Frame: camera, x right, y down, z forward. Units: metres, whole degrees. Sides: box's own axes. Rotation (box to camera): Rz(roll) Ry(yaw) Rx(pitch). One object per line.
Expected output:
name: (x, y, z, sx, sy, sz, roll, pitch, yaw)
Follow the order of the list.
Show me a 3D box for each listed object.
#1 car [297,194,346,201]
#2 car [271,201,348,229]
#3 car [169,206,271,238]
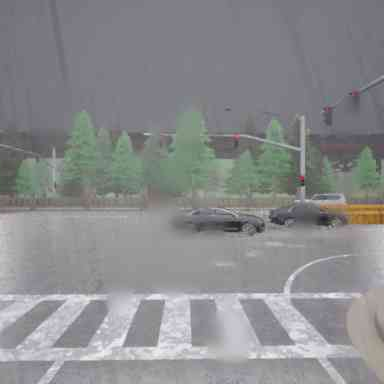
car: (13.546, 1.214, 35.357, 5.566, 2.045, 2.150, 0, 0, -2)
car: (7.262, 1.502, 20.960, 4.892, 1.490, 1.837, -1, 0, -2)
car: (1.283, 1.488, 17.278, 4.902, 1.511, 2.128, 0, 0, -2)
